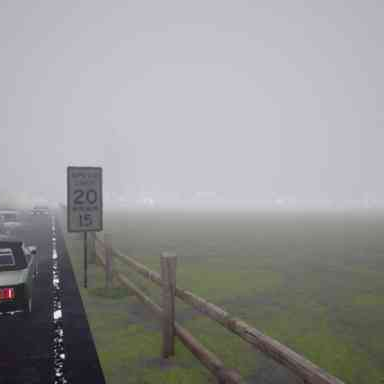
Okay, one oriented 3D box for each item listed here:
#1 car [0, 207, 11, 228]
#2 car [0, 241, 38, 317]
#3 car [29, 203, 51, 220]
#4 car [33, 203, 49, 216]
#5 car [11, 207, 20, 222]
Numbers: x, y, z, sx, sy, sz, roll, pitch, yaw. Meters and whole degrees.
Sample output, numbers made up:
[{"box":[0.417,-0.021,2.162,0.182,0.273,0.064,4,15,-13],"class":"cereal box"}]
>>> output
[{"box":[-14.196,1.979,23.124,2.033,1.411,5.357,0,-1,-23],"class":"car"},{"box":[-4.439,1.723,7.249,1.895,1.301,4.718,0,-1,-23],"class":"car"},{"box":[-16.137,2.164,35.197,2.033,1.411,5.357,0,-1,-22],"class":"car"},{"box":[-20.097,2.289,44.497,1.837,1.490,4.892,0,-1,-23],"class":"car"},{"box":[-18.054,2.159,32.400,1.994,1.385,4.181,0,-1,-22],"class":"car"}]
